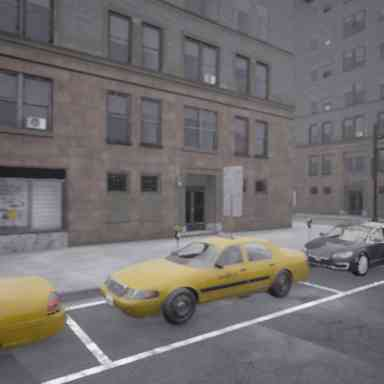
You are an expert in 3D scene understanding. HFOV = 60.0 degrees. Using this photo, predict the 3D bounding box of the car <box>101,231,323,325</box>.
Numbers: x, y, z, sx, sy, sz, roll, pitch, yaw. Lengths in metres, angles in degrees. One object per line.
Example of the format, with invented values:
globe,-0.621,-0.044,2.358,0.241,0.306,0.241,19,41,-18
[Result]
car,0.543,1.569,7.151,4.829,1.417,1.752,1,0,-35

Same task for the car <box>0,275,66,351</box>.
car,-4.073,1.514,3.860,4.829,1.417,1.752,1,0,-35

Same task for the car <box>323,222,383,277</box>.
car,5.295,1.650,10.540,4.403,1.369,2.008,1,0,-35
